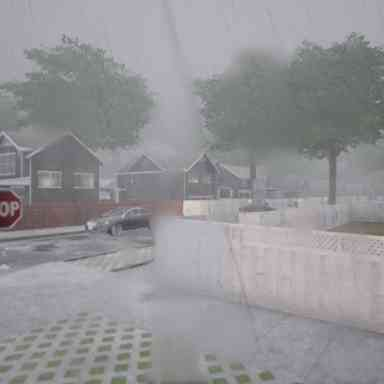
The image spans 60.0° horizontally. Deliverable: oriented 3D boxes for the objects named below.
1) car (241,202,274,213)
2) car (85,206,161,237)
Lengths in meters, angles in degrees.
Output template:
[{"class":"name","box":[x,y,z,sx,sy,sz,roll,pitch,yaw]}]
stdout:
[{"class":"car","box":[6.710,1.722,33.665,1.837,1.490,4.892,0,0,36]},{"class":"car","box":[-3.783,1.598,19.073,2.128,1.511,4.902,0,0,36]}]
